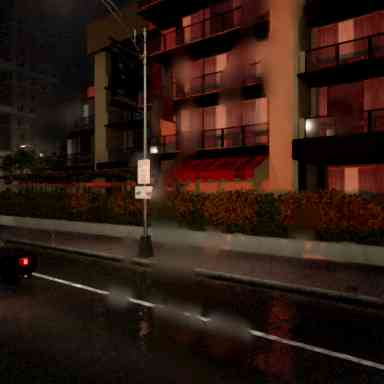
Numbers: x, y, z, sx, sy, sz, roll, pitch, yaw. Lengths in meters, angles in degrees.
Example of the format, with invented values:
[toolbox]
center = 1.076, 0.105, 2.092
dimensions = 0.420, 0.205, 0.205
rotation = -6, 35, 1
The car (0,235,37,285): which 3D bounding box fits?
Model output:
[car]
center = -5.957, 1.601, 8.261
dimensions = 4.718, 1.301, 1.895
rotation = 0, 0, 36
